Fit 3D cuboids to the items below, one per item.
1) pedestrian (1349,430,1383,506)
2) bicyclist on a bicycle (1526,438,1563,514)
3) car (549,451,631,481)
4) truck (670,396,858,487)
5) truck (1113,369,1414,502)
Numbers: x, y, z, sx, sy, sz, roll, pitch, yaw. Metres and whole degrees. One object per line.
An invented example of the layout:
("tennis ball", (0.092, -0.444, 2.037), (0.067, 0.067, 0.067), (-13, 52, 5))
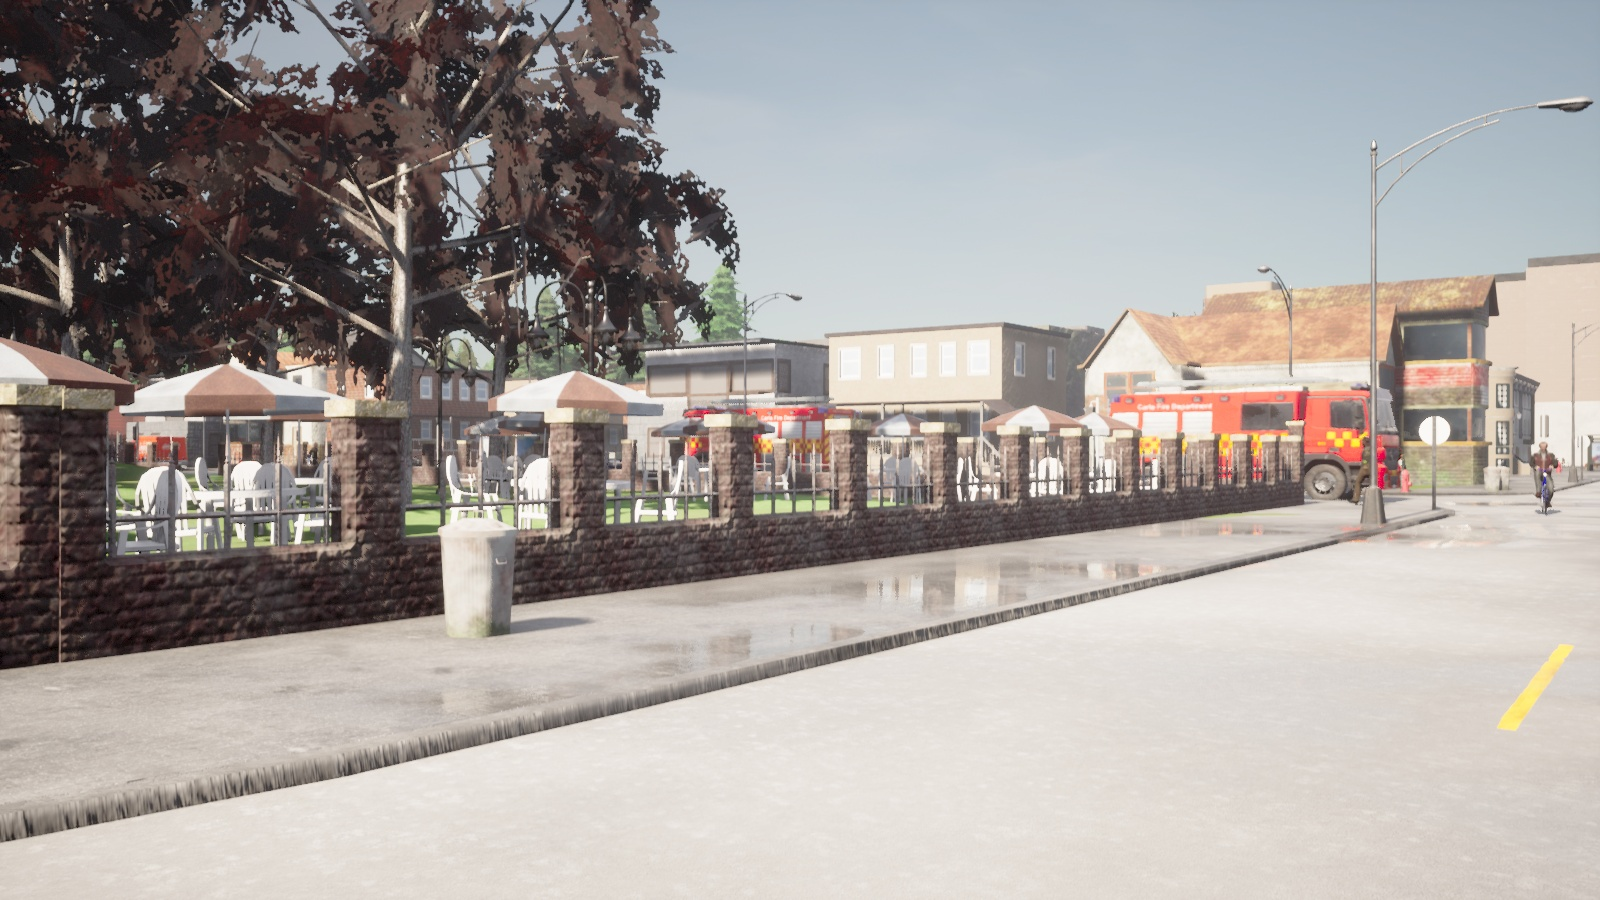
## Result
("pedestrian", (14.501, 0.456, 32.193), (0.395, 1.930, 0.692), (0, 0, -26))
("bicyclist on a bicycle", (17.860, 0.608, 30.130), (0.659, 1.776, 1.843), (0, 0, 28))
("car", (-10.578, 0.797, 63.053), (3.806, 1.475, 1.970), (0, 0, 37))
("truck", (-1.705, -0.358, 56.563), (8.468, 3.827, 2.891), (0, 0, 36))
("truck", (14.505, -0.411, 39.734), (8.468, 3.827, 2.891), (0, 0, 36))
